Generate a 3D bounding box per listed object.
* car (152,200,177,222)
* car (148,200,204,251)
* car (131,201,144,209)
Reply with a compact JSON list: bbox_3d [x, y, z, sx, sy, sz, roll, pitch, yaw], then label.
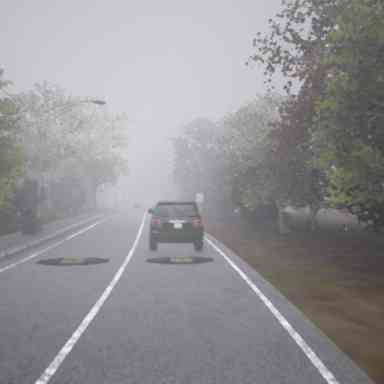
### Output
[{"bbox_3d":[-2.585,1.618,30.095,2.097,1.767,4.553,1,-1,-7],"label":"car"},{"bbox_3d":[-0.799,1.360,15.062,2.150,2.045,5.566,0,0,-6],"label":"car"},{"bbox_3d":[-9.789,2.386,59.902,1.837,1.490,4.892,1,-4,-7],"label":"car"}]
